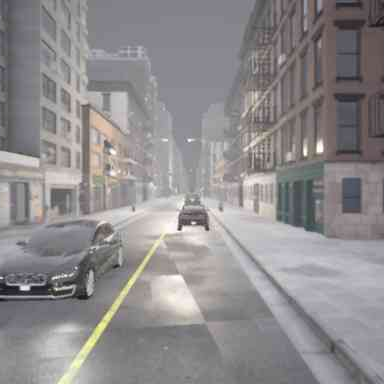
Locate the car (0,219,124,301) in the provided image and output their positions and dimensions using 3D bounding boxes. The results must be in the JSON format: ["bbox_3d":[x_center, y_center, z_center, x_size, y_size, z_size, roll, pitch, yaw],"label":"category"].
[{"bbox_3d":[-3.015,1.507,8.456,1.837,1.490,4.892,0,0,0],"label":"car"}]

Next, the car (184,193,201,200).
[{"bbox_3d":[0.071,1.198,45.281,2.150,2.045,5.566,0,0,0],"label":"car"}]

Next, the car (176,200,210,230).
[{"bbox_3d":[0.085,1.499,21.128,1.837,1.490,4.892,0,0,0],"label":"car"}]
